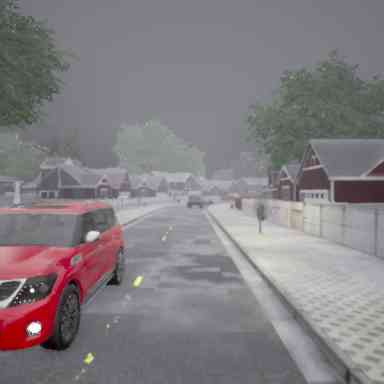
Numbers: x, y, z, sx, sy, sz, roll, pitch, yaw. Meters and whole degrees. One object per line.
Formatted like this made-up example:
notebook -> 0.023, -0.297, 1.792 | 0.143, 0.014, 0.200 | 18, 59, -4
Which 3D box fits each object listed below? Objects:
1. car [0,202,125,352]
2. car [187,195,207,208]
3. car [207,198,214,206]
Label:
car -> -2.821, 1.245, 6.610 | 2.150, 2.045, 5.566 | 0, 0, 0
car -> 0.545, 1.399, 50.868 | 2.150, 2.045, 5.566 | 0, 0, 7
car -> 2.583, 1.762, 61.185 | 2.033, 1.411, 5.357 | 0, 0, 18
